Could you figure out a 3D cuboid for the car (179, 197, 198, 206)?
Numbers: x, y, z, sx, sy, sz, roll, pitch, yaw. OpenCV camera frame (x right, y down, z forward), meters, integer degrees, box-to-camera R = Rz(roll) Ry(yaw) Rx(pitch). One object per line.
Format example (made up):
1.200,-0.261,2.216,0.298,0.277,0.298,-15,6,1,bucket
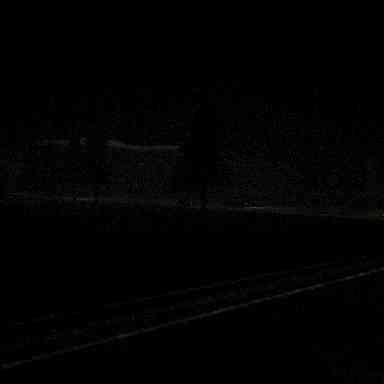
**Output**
-0.689,1.764,64.953,2.097,1.767,4.553,1,0,-35,car

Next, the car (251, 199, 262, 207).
10.651,1.982,61.121,2.128,1.511,4.902,1,0,-35,car

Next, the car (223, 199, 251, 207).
7.630,2.053,59.301,1.895,1.301,4.718,1,0,-36,car
